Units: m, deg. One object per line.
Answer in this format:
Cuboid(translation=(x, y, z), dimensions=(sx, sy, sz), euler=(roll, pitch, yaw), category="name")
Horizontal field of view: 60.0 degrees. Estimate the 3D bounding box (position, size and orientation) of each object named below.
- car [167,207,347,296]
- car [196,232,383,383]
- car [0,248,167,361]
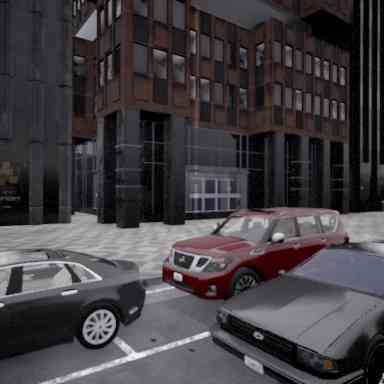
Cuboid(translation=(1.775, 1.332, 7.911), dimensions=(5.009, 1.841, 2.192), euler=(0, 0, -35), category="car")
Cuboid(translation=(2.862, 1.562, 5.294), dimensions=(5.357, 1.411, 2.033), euler=(0, 0, -35), category="car")
Cuboid(translation=(-2.794, 1.551, 4.654), dimensions=(4.403, 1.369, 2.008), euler=(0, 0, -35), category="car")
